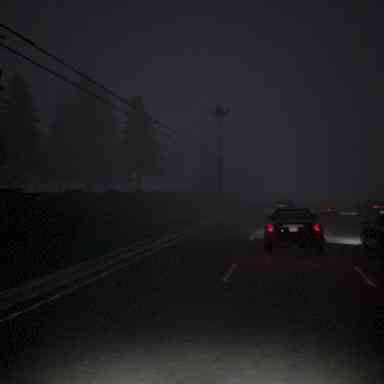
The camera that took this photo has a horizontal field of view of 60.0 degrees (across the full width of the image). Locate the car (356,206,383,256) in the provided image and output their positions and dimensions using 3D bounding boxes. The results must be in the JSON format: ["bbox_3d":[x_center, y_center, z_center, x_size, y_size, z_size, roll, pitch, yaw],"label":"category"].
[{"bbox_3d":[6.999,1.401,10.981,1.837,1.490,4.892,-1,0,15],"label":"car"}]

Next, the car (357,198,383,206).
[{"bbox_3d":[15.159,1.300,27.855,1.837,1.490,4.892,-1,0,15],"label":"car"}]

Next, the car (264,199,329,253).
[{"bbox_3d":[4.109,1.331,13.712,2.097,1.767,4.553,-1,0,15],"label":"car"}]

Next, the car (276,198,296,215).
[{"bbox_3d":[9.545,1.466,33.927,1.837,1.490,4.892,-1,0,15],"label":"car"}]

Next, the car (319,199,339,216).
[{"bbox_3d":[12.316,1.356,30.760,1.882,1.535,5.008,-1,0,15],"label":"car"}]
